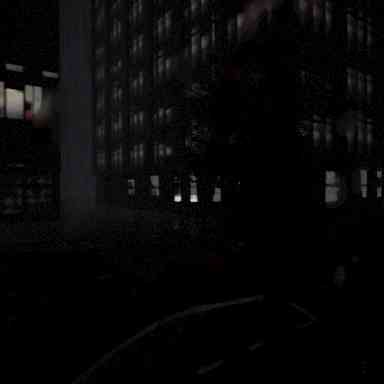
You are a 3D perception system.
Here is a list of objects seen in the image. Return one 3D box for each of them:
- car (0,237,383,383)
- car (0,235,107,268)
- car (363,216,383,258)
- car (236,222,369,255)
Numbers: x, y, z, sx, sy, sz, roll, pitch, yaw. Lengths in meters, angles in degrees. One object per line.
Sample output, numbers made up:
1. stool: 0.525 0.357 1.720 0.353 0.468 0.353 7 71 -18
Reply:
1. car: -0.526 1.482 2.682 4.902 1.511 2.128 -1 0 -35
2. car: -2.762 1.440 4.128 4.097 1.590 1.967 -1 0 -35
3. car: 6.271 1.469 10.563 4.313 1.339 1.947 -1 0 -35
4. car: 1.754 1.496 7.346 4.507 1.381 1.887 -1 0 -35
